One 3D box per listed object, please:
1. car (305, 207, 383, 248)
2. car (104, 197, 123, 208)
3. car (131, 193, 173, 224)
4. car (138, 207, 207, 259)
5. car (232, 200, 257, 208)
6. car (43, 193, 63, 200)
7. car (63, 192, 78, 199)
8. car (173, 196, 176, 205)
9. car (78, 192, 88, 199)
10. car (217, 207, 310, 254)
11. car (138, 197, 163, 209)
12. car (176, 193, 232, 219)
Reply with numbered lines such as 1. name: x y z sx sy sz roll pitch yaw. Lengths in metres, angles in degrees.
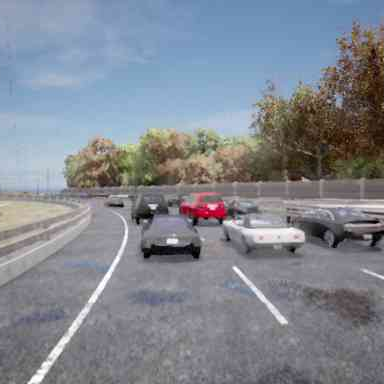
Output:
1. car: 5.947 1.385 14.249 2.128 1.511 4.902 0 0 -8
2. car: -10.660 1.350 45.057 1.994 1.385 4.181 0 0 -25
3. car: -3.144 1.097 24.127 2.150 2.045 5.566 0 1 -14
4. car: -0.871 1.496 12.397 1.994 1.385 4.181 0 0 -8
5. car: 3.721 1.362 25.576 1.812 1.442 4.674 0 1 -14
6. car: -31.691 1.044 74.531 4.902 1.511 2.128 0 0 42
7. car: -29.201 0.850 76.991 4.553 1.767 2.097 0 0 42
8. car: -3.139 1.258 45.445 1.837 1.490 4.892 0 1 -24
9. car: -26.733 0.825 79.472 4.553 1.767 2.097 0 0 42
10. car: 2.542 1.514 13.171 1.895 1.301 4.718 0 0 -8
11. car: -5.264 1.383 41.619 1.895 1.301 4.718 0 0 -22
12. car: 0.646 1.086 23.390 2.150 2.045 5.566 0 1 -14
